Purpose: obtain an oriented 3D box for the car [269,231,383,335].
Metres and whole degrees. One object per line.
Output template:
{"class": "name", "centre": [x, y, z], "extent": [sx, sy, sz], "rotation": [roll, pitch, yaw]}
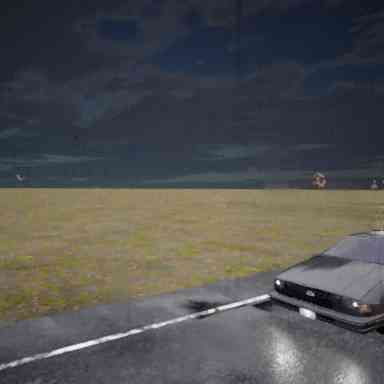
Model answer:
{"class": "car", "centre": [4.009, 1.550, 6.849], "extent": [5.357, 1.411, 2.033], "rotation": [0, 0, -35]}
